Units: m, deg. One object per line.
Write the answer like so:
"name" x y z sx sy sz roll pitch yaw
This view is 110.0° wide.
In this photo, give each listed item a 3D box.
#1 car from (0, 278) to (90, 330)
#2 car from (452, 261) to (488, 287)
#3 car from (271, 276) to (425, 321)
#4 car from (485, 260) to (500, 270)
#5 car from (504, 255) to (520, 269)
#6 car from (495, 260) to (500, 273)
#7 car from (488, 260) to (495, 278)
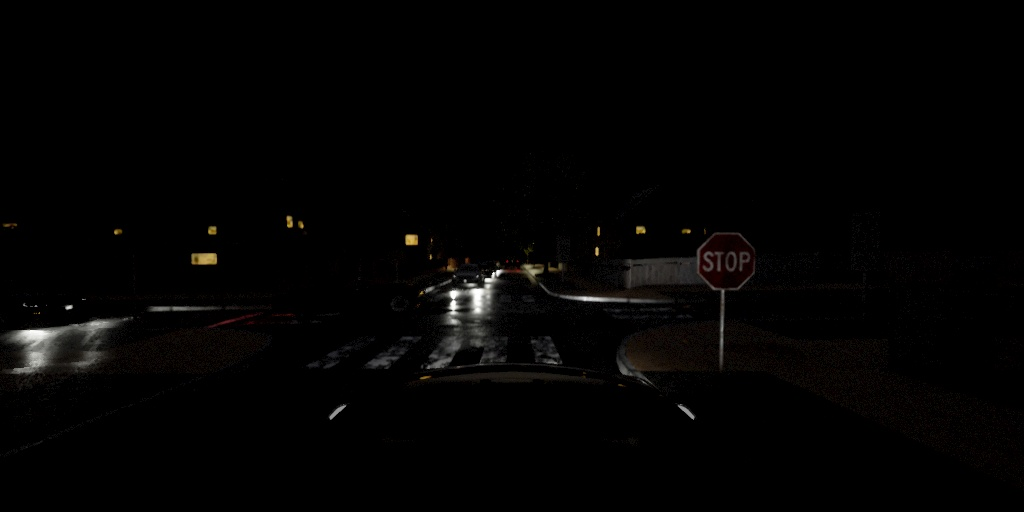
"car" -17.048 1.499 11.808 4.892 1.490 1.837 -1 2 0
"car" -2.823 1.224 23.980 1.812 1.442 4.674 0 0 0
"car" -5.526 1.376 12.701 4.718 1.301 1.895 -2 1 -11
"car" -2.748 1.274 52.626 1.895 1.301 4.718 0 0 1
"car" 0.061 0.895 52.880 2.150 2.045 5.566 0 0 0
"car" -2.794 1.239 42.673 1.994 1.385 4.181 0 0 0
"car" -2.803 1.211 33.150 1.812 1.442 4.674 0 0 0
